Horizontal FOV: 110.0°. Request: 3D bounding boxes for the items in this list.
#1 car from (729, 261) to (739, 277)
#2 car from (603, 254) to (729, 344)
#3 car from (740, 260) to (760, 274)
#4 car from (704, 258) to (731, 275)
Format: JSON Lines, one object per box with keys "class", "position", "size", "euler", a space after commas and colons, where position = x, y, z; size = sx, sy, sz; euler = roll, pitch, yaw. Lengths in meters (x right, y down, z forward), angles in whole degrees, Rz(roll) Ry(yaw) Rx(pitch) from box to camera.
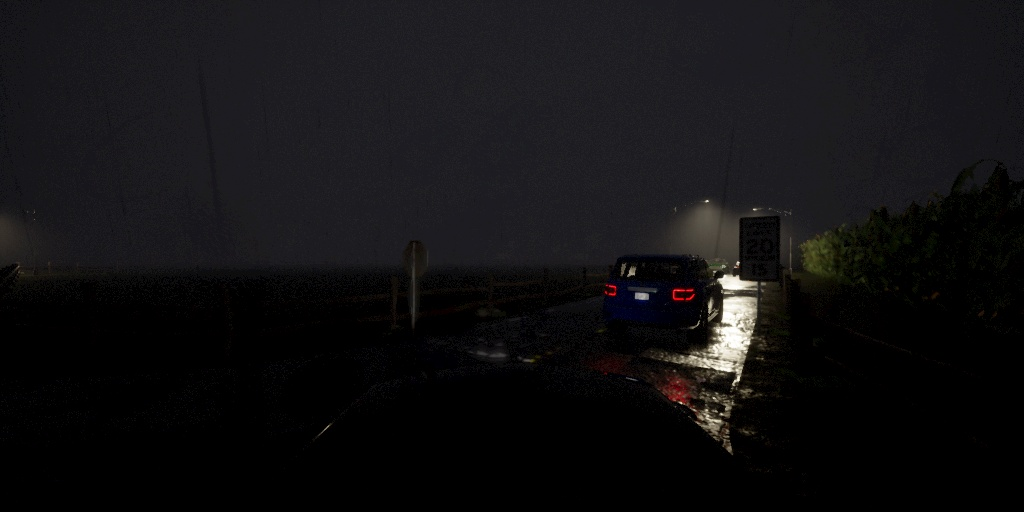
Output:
{"class": "car", "position": [22.843, 1.257, 35.135], "size": [2.128, 1.511, 4.902], "euler": [0, 0, 37]}
{"class": "car", "position": [4.413, 0.971, 9.981], "size": [2.150, 2.045, 5.566], "euler": [0, 0, 36]}
{"class": "car", "position": [28.963, 1.298, 43.603], "size": [1.812, 1.442, 4.674], "euler": [0, 0, 36]}
{"class": "car", "position": [22.948, 1.105, 40.031], "size": [2.097, 1.767, 4.553], "euler": [0, 0, 36]}
